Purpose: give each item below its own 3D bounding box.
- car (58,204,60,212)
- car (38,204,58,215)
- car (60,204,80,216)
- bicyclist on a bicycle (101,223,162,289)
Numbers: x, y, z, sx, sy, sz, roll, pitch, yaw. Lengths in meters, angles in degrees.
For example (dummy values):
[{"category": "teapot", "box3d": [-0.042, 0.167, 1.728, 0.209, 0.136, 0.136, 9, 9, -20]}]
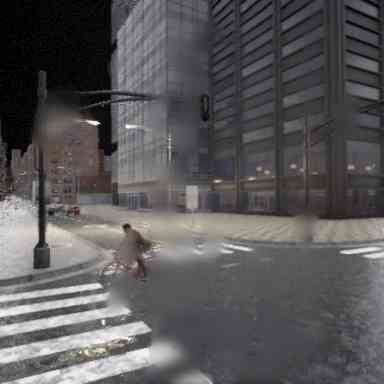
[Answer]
[{"category": "car", "box3d": [-22.580, 2.819, 57.050, 2.128, 1.511, 4.902, 0, -1, -30]}, {"category": "car", "box3d": [-22.104, 2.756, 50.137, 2.033, 1.411, 5.357, 0, -1, -30]}, {"category": "car", "box3d": [-17.417, 2.636, 48.065, 1.837, 1.490, 4.892, 0, -1, -29]}, {"category": "bicyclist on a bicycle", "box3d": [-1.513, 1.611, 8.547, 1.656, 1.620, 0.582, 0, -1, -29]}]
